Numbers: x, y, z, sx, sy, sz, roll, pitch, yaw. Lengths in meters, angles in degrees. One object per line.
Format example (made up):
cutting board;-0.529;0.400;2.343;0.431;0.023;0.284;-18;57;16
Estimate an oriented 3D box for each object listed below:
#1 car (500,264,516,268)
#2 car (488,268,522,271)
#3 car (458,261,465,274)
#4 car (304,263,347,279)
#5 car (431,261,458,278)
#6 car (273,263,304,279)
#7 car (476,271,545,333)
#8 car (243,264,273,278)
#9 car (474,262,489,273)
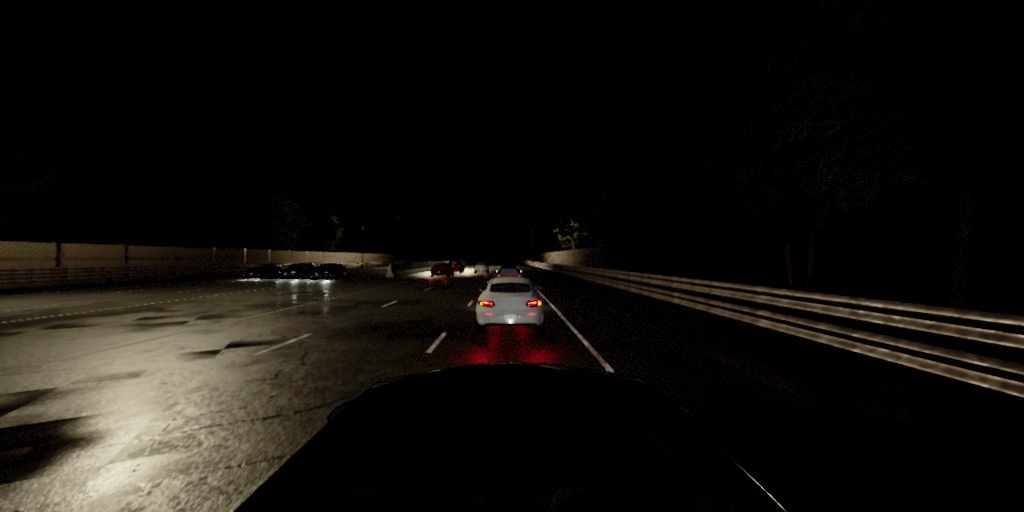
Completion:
car;-0.222;1.463;25.601;1.994;1.385;4.181;0;0;-1
car;-0.109;1.446;17.249;1.895;1.301;4.718;0;0;0
car;-7.536;1.392;47.701;2.097;1.767;4.553;0;0;-1
car;-17.990;1.464;35.310;1.837;1.490;4.892;0;0;-1
car;-7.350;1.457;38.246;1.882;1.535;5.008;0;0;-1
car;-21.511;1.470;36.346;1.837;1.490;4.892;0;0;-1
car;-0.047;1.331;10.852;1.812;1.442;4.674;0;-1;0
car;-25.020;1.527;36.353;1.994;1.385;4.181;0;0;-1
car;-4.048;1.570;48.270;1.812;1.442;4.674;0;0;-1
